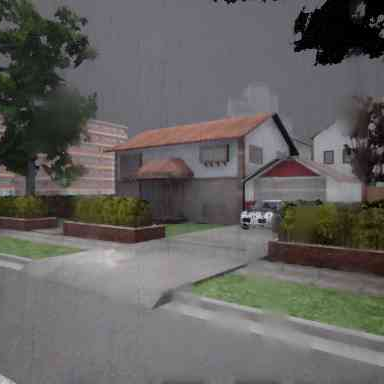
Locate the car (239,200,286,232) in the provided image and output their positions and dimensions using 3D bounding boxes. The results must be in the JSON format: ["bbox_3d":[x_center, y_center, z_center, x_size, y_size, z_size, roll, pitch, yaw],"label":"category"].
[{"bbox_3d":[4.066,1.168,17.411,1.970,1.475,3.806,0,0,36],"label":"car"}]
